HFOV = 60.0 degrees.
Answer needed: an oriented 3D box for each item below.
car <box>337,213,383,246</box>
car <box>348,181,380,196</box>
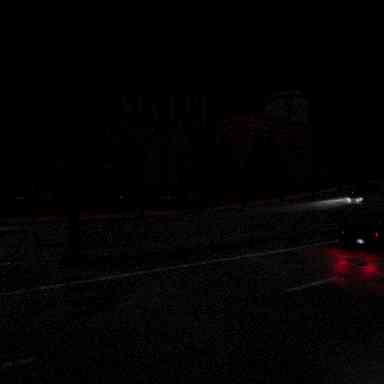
[{"bbox_3d":[8.281,1.552,14.076,4.718,1.301,1.895,-2,1,-35],"label":"car"},{"bbox_3d":[20.617,-0.458,39.940,4.902,1.511,2.128,-9,5,-35],"label":"car"}]
